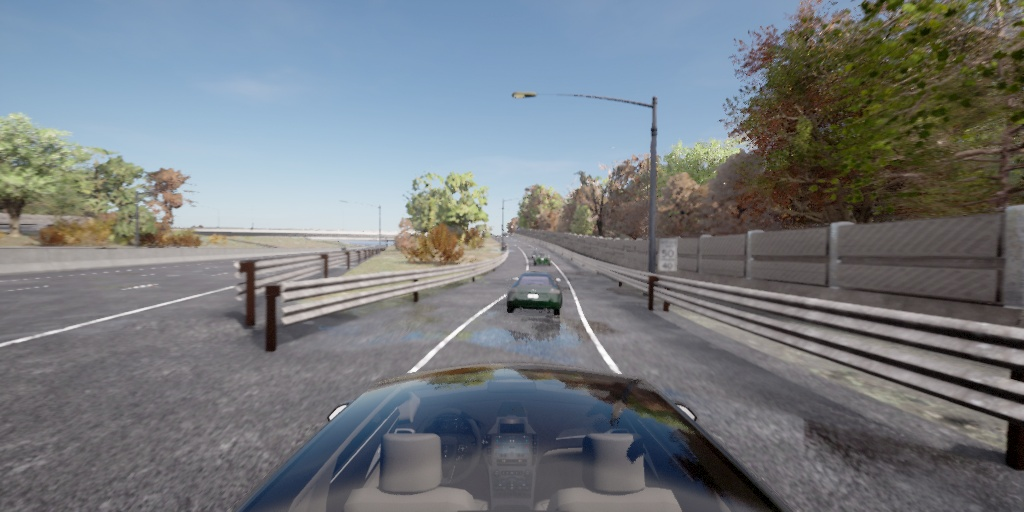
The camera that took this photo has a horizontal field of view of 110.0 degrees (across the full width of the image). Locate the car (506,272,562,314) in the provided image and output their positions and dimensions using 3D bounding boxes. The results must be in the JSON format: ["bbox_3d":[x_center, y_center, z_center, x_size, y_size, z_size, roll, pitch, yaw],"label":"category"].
[{"bbox_3d":[0.957,1.341,14.197,1.994,1.385,4.181,1,0,7],"label":"car"}]

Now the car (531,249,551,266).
[{"bbox_3d":[3.745,0.273,45.486,2.097,1.767,4.553,1,3,2],"label":"car"}]

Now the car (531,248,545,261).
[{"bbox_3d":[4.019,-0.273,55.890,1.837,1.490,4.892,1,5,0],"label":"car"}]
